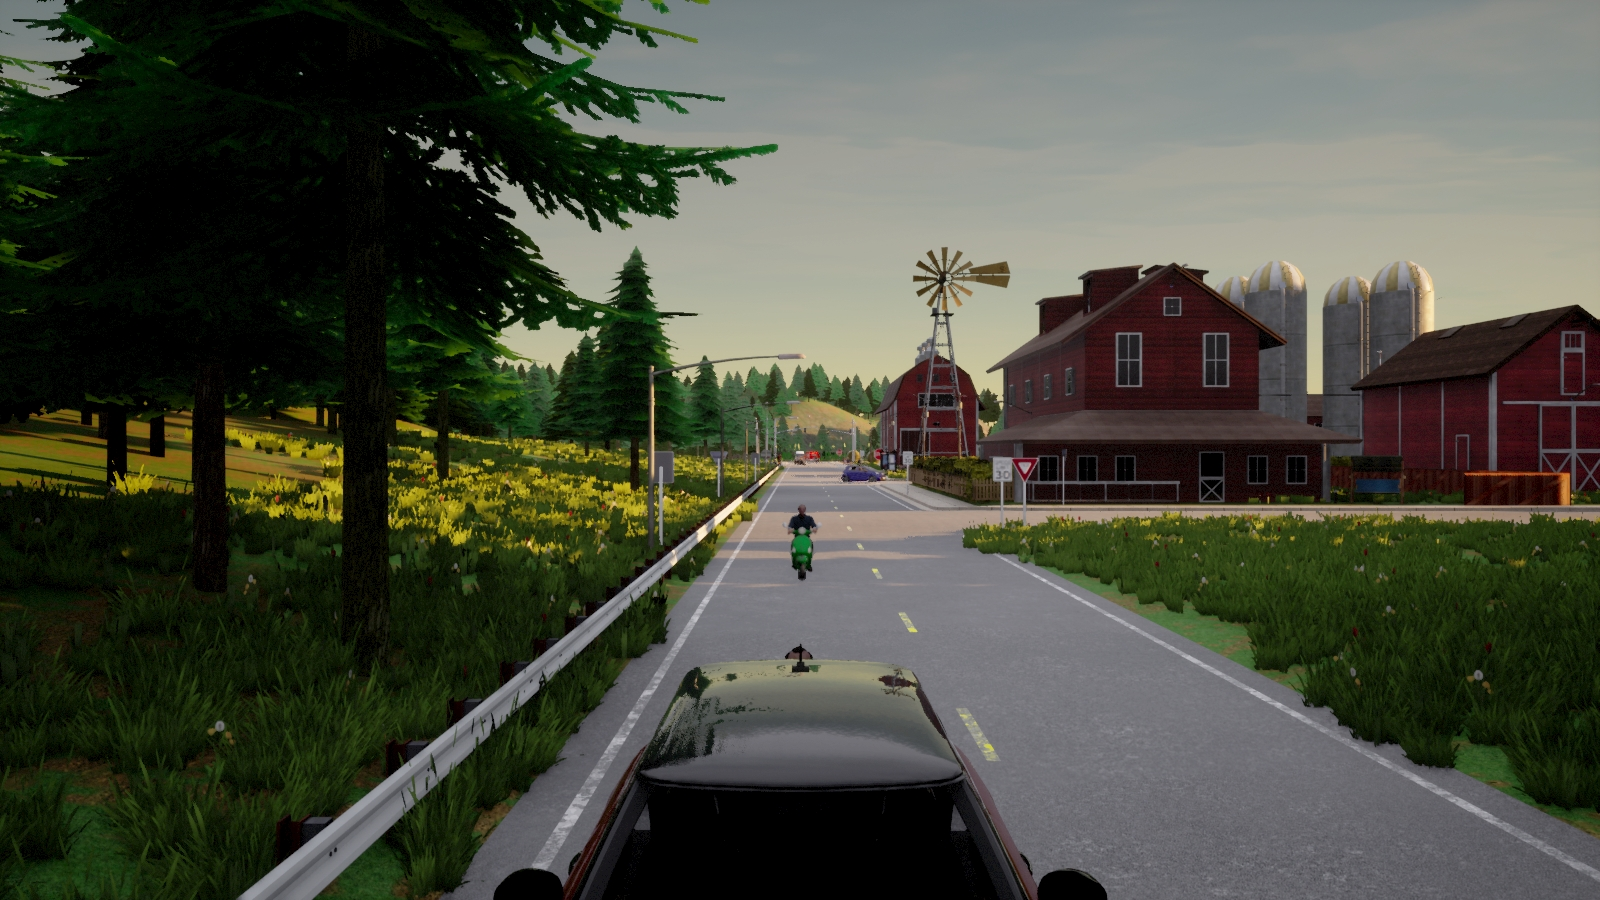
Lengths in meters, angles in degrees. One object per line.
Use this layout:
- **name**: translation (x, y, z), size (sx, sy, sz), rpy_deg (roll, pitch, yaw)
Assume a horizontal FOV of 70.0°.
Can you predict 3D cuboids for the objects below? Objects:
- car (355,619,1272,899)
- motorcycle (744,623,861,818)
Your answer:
- **car**: translation (0.032, 1.899, 4.503), size (2.097, 1.767, 4.553), rpy_deg (0, 0, 0)
- **motorcycle**: translation (0.013, 2.231, 9.841), size (0.867, 1.251, 2.209), rpy_deg (-1, -3, 0)
